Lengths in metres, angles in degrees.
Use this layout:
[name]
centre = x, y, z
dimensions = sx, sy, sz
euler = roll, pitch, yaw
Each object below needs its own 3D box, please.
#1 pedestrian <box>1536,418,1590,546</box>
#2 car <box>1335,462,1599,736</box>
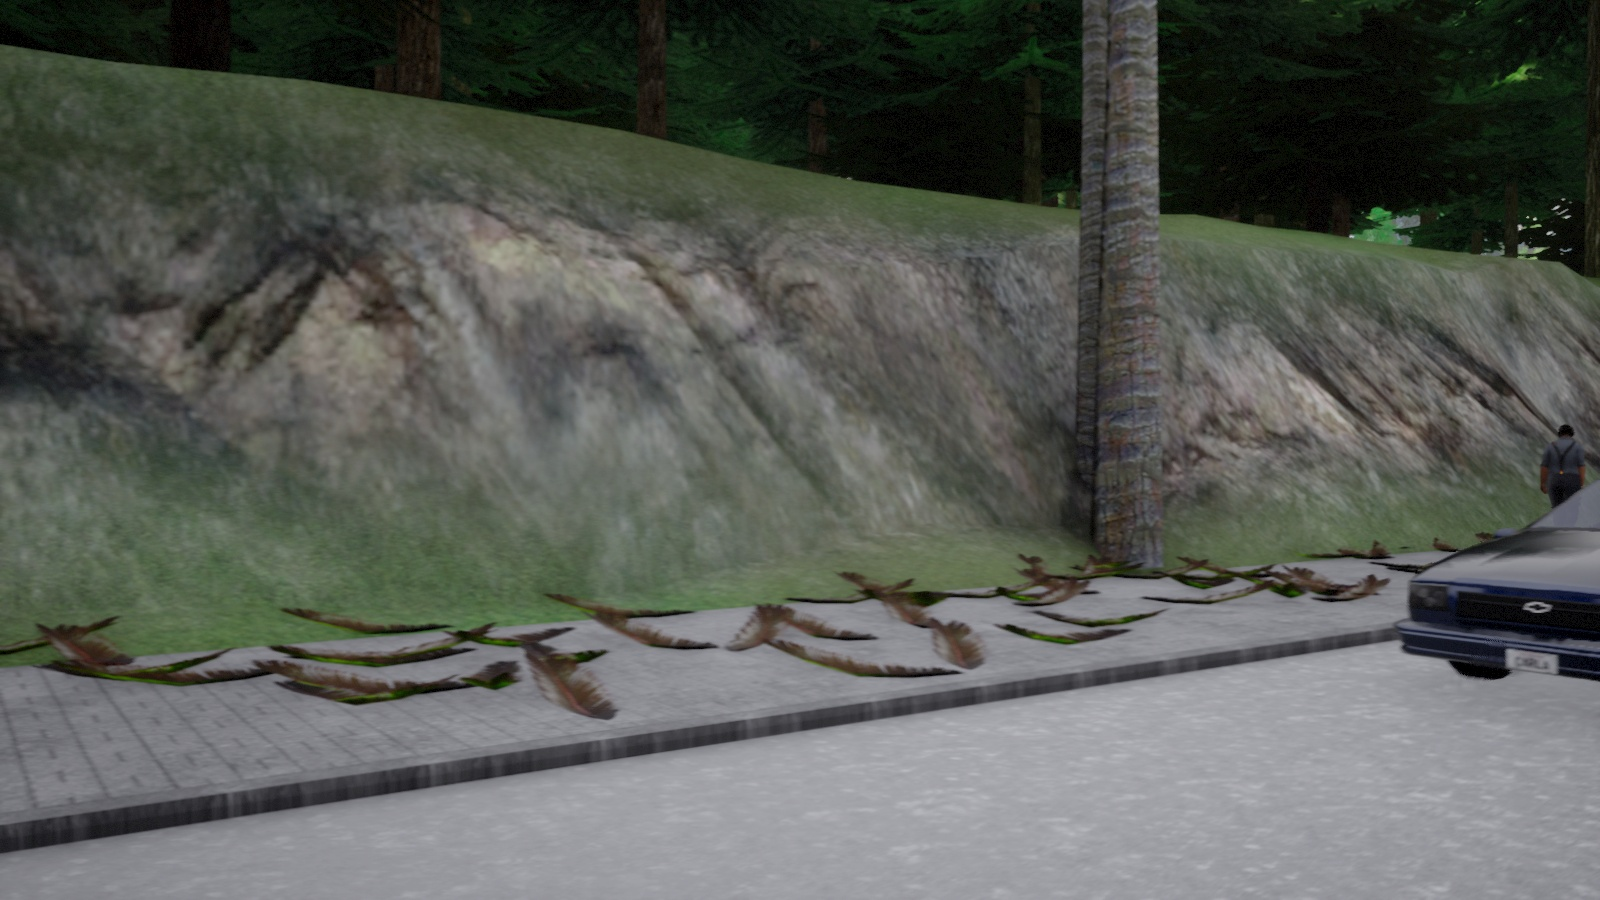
[pedestrian]
centre = 11.318, 0.466, 18.624
dimensions = 0.540, 1.848, 0.694
euler = 0, 0, 44
[car]
centre = 6.121, 0.800, 8.530
dimensions = 5.357, 1.411, 2.033
euler = 0, 0, -35
